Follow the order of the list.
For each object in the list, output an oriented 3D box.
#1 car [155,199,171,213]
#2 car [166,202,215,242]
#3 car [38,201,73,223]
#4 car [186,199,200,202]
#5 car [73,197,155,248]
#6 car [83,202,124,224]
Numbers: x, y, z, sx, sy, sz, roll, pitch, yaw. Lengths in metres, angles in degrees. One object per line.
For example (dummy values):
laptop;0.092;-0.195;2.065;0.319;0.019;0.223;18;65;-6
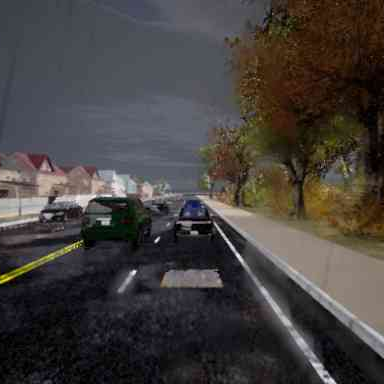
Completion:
car;-3.148;1.482;32.982;2.128;1.511;4.902;0;0;0
car;0.098;1.485;16.333;2.128;1.511;4.902;0;0;0
car;-9.845;1.483;25.219;2.128;1.511;4.902;0;0;0
car;0.102;1.468;34.732;1.882;1.535;5.008;0;0;0
car;-3.149;1.216;14.809;2.150;2.045;5.566;0;0;0
car;-6.595;1.555;25.320;1.994;1.385;4.181;0;0;0
